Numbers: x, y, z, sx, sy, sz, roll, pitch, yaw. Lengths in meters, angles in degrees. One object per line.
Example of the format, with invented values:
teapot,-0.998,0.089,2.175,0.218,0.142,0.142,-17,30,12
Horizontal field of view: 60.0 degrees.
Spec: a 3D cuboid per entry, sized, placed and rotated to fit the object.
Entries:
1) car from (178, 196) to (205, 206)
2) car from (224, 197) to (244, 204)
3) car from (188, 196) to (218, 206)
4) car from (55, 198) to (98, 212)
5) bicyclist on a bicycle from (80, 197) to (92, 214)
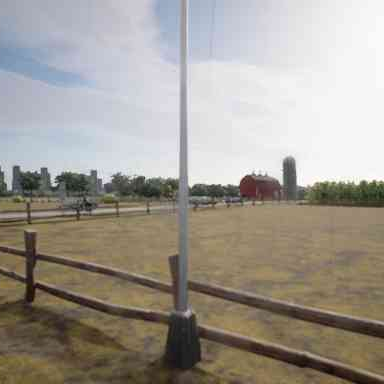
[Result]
car,-0.039,1.447,55.291,1.882,1.535,5.008,-2,-1,36
car,7.823,1.548,61.534,1.895,1.301,4.718,-2,-1,35
car,2.102,1.446,53.397,2.033,1.411,5.357,-2,-1,36
car,-12.915,1.437,37.276,1.837,1.490,4.892,-2,-1,35
bicyclist on a bicycle,-9.936,1.275,31.143,1.656,1.620,0.582,0,0,35
